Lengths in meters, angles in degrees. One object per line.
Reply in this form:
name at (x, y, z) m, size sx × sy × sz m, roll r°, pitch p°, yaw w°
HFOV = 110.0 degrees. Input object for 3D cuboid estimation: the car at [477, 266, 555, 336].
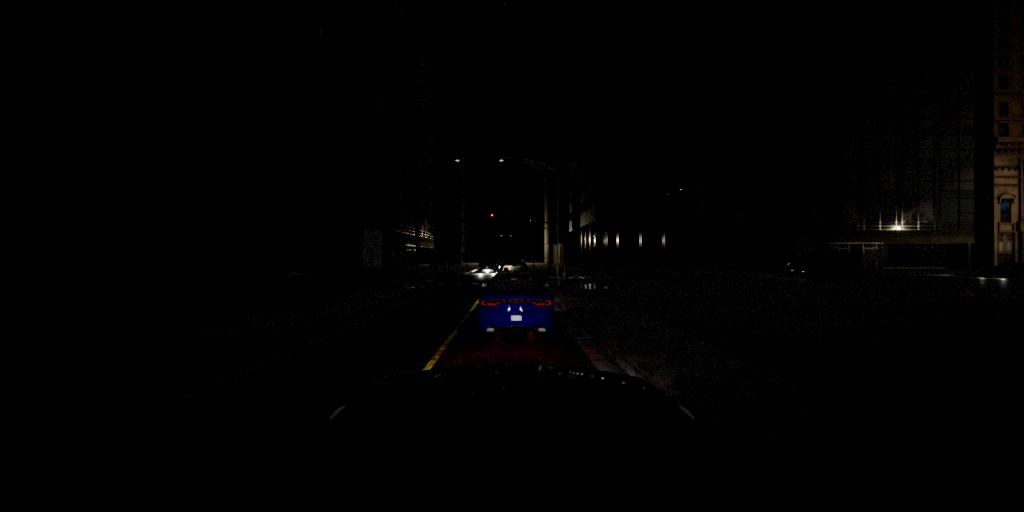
car at (0.099, 1.229, 10.456) m, size 1.882 × 1.535 × 5.008 m, roll 0°, pitch 0°, yaw 0°

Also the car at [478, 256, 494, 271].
car at (-3.107, 1.000, 45.870) m, size 2.150 × 2.045 × 5.566 m, roll 0°, pitch 0°, yaw -2°

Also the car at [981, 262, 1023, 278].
car at (46.697, 1.283, 33.275) m, size 4.674 × 1.442 × 1.812 m, roll 0°, pitch 0°, yaw 0°

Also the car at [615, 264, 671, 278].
car at (12.045, 1.371, 33.342) m, size 4.718 × 1.301 × 1.895 m, roll 0°, pitch 0°, yaw 3°

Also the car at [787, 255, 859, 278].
car at (28.849, 0.976, 33.355) m, size 5.566 × 2.045 × 2.150 m, roll 0°, pitch 0°, yaw 0°

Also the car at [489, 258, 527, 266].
car at (0.152, 1.107, 19.325) m, size 2.097 × 1.767 × 4.553 m, roll 0°, pitch 0°, yaw 2°

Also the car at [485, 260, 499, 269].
car at (-3.097, 1.392, 57.071) m, size 1.895 × 1.301 × 4.718 m, roll 0°, pitch 0°, yaw 0°
